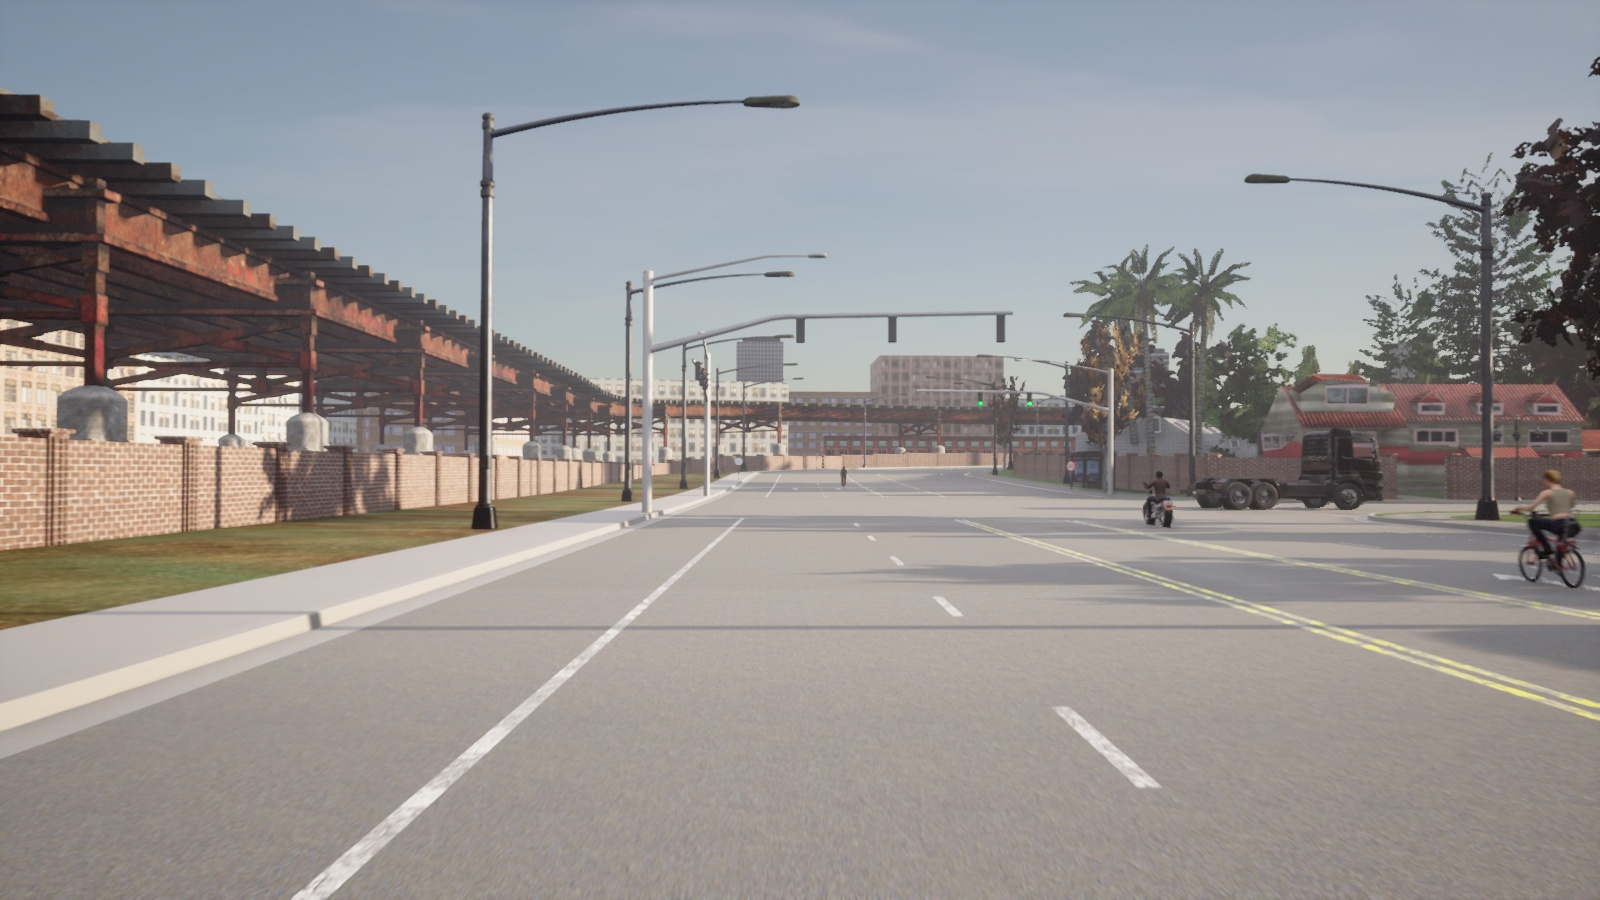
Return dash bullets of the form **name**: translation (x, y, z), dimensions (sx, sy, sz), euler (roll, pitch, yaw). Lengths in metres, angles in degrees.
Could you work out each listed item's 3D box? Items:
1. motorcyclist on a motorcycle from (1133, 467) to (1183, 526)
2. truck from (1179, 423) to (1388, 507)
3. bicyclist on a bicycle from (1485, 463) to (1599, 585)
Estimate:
- **motorcyclist on a motorcycle**: translation (10.406, 1.336, 36.589), dimensions (0.766, 1.649, 2.350), euler (0, -1, 0)
- **truck**: translation (20.569, 0.642, 53.612), dimensions (7.936, 3.462, 2.891), euler (0, -1, -9)
- **bicyclist on a bicycle**: translation (10.459, 0.998, 17.556), dimensions (0.866, 1.612, 1.509), euler (-2, -1, 0)
